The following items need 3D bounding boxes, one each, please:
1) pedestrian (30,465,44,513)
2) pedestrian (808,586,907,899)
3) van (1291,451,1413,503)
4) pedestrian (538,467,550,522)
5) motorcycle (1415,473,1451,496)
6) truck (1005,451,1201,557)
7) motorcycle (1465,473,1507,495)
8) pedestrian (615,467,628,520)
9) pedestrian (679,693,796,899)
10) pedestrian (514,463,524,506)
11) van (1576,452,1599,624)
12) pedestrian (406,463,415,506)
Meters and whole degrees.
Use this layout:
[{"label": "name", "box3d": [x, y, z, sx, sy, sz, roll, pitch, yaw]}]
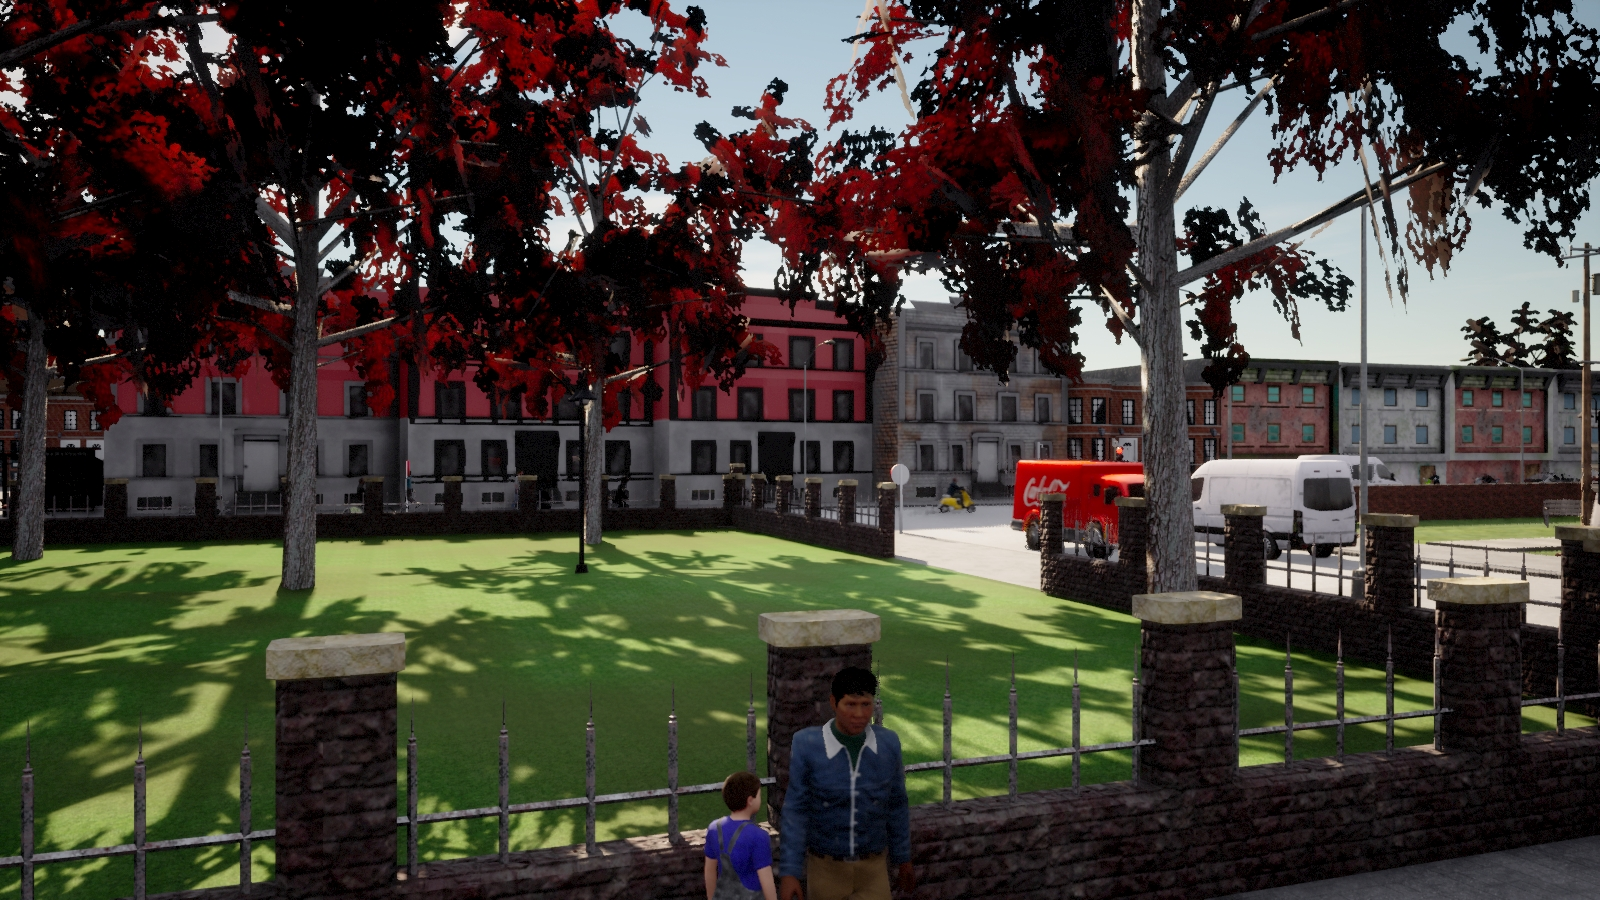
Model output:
[{"label": "pedestrian", "box3d": [-30.038, 1.524, 45.000, 0.375, 1.860, 0.375, 0, 0, -18]}, {"label": "pedestrian", "box3d": [0.235, 1.526, 4.820, 0.375, 1.860, 0.375, 0, 0, -4]}, {"label": "van", "box3d": [27.974, 1.314, 57.862, 5.915, 2.561, 1.988, 0, 0, -20]}, {"label": "pedestrian", "box3d": [-8.834, 1.525, 39.438, 0.375, 1.860, 0.375, 0, 0, -20]}, {"label": "motorcycle", "box3d": [36.002, 1.962, 64.979, 1.805, 1.236, 0.856, 0, 0, -20]}, {"label": "truck", "box3d": [8.034, 1.329, 30.924, 2.627, 2.467, 5.204, 0, 1, -19]}, {"label": "motorcycle", "box3d": [39.853, 1.985, 66.375, 2.209, 1.251, 0.867, 0, 0, -20]}, {"label": "pedestrian", "box3d": [-6.300, 1.526, 40.383, 0.375, 1.860, 0.375, 0, 0, -21]}, {"label": "pedestrian", "box3d": [-0.283, 1.806, 5.160, 0.375, 1.300, 0.375, 0, 0, -43]}, {"label": "pedestrian", "box3d": [-12.345, 1.524, 50.214, 0.375, 1.860, 0.375, 0, 0, -10]}, {"label": "van", "box3d": [13.726, 1.315, 14.912, 1.988, 2.561, 5.915, 0, 0, -20]}, {"label": "pedestrian", "box3d": [-17.271, 1.522, 50.657, 0.375, 1.860, 0.375, 0, 0, -14]}]
